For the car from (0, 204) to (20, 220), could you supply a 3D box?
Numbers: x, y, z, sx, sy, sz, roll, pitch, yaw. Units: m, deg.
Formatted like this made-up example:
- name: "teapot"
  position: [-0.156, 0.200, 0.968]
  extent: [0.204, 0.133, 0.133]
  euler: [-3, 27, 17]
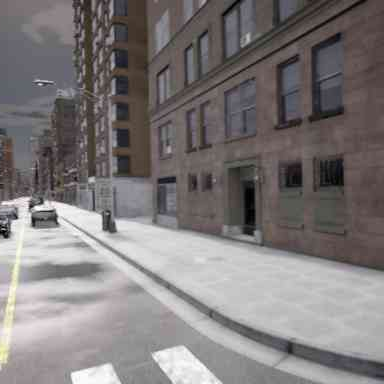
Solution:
- name: "car"
  position: [-18.252, 1.958, 33.033]
  extent: [1.812, 1.442, 4.674]
  euler: [-2, 0, -26]

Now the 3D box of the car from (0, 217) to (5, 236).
- name: "car"
  position: [-5.961, 1.641, 8.038]
  extent: [2.128, 1.511, 4.902]
  euler: [-2, 0, -27]

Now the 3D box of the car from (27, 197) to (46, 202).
- name: "car"
  position: [-22.348, 1.727, 47.890]
  extent: [2.150, 2.045, 5.566]
  euler: [-2, 0, -26]

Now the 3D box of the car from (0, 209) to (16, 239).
- name: "car"
  position: [-11.247, 1.873, 18.751]
  extent: [1.895, 1.301, 4.718]
  euler: [-2, 0, -26]

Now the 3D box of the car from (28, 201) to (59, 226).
- name: "car"
  position: [-11.769, 1.762, 26.466]
  extent: [2.128, 1.511, 4.902]
  euler: [-2, 0, -26]
